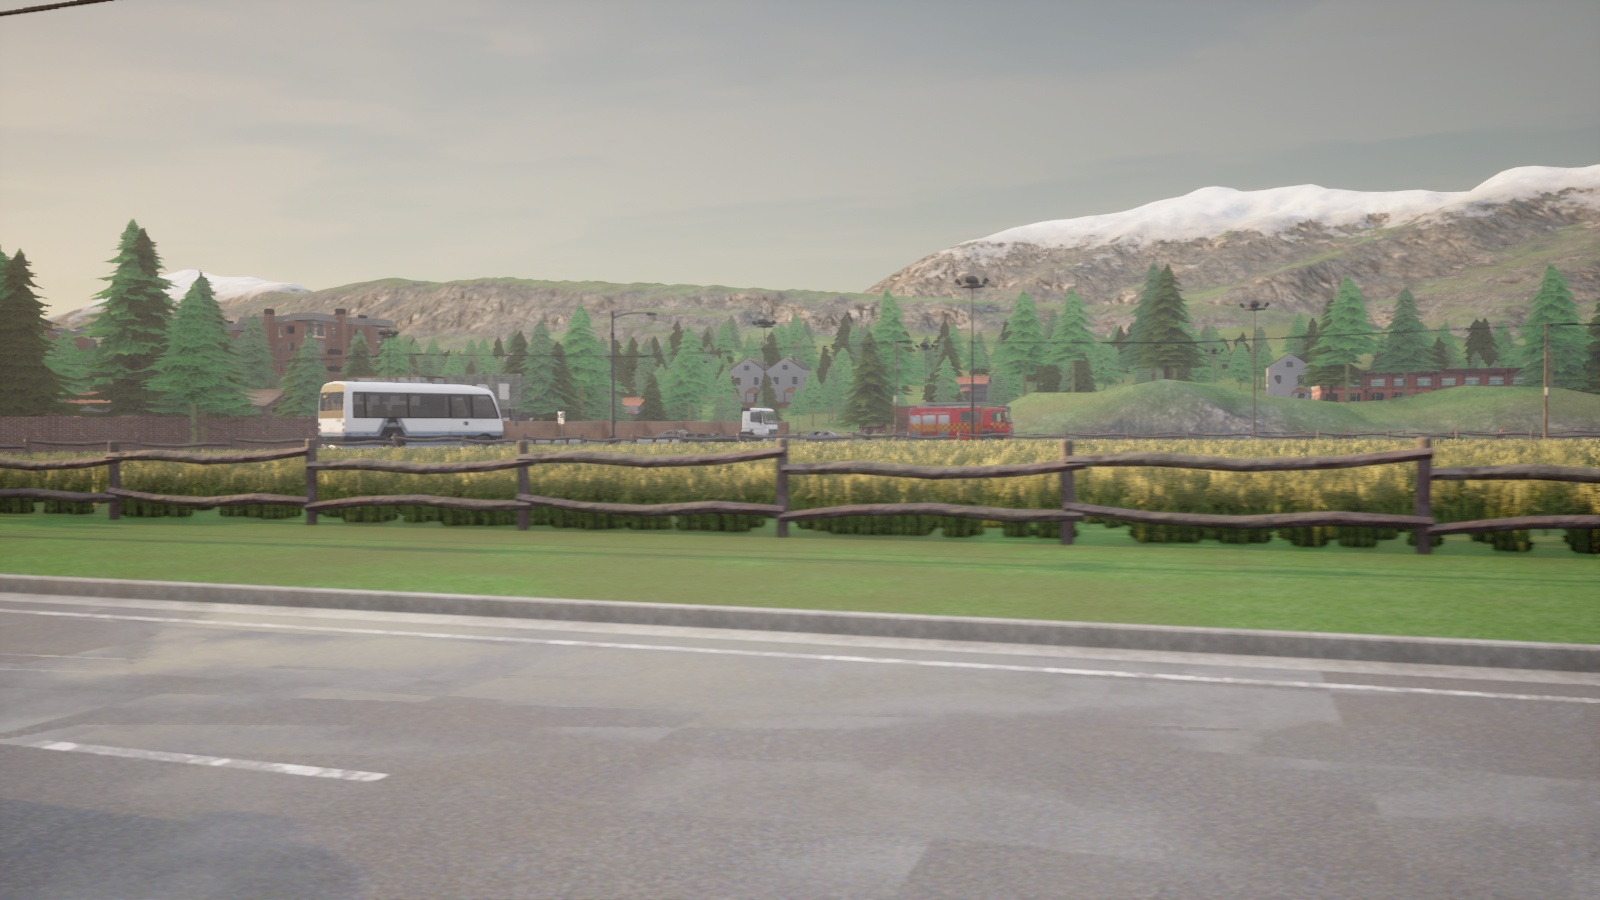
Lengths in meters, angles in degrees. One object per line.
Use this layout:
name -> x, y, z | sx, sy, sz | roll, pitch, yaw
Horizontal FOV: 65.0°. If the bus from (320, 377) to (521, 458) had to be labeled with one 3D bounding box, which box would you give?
bus -> -21.279, -1.769, 71.105 | 3.944, 4.253, 10.273 | 1, 1, 44
